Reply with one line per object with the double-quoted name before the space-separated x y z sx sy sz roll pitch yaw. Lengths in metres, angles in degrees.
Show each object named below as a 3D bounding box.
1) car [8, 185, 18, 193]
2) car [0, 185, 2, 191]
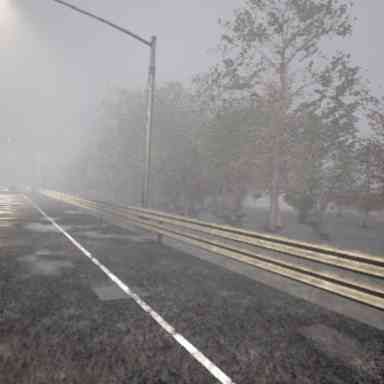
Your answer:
"car" -41.139 -0.531 76.594 1.812 1.442 4.674 3 0 -29
"car" -44.224 -0.630 74.942 1.895 1.301 4.718 3 0 -29
